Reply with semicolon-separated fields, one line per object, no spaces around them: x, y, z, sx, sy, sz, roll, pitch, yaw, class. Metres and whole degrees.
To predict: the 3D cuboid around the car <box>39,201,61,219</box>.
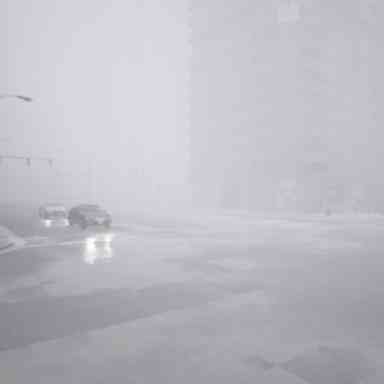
-12.819;1.614;30.702;1.812;1.442;4.674;0;0;-35;car

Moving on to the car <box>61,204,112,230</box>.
-6.907;1.580;22.281;2.128;1.511;4.902;0;0;-34;car
